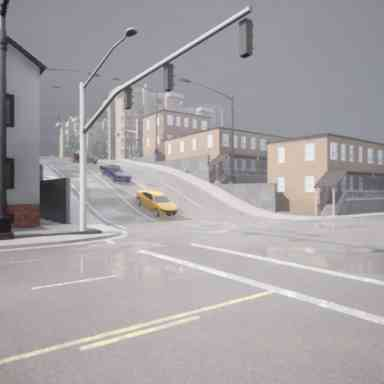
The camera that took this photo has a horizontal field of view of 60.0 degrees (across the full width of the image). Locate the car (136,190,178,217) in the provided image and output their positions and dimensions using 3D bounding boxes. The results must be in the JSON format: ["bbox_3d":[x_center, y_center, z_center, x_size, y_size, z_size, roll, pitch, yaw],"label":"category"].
[{"bbox_3d":[-3.016,0.807,28.332,1.882,1.535,5.008,0,16,-37],"label":"car"}]

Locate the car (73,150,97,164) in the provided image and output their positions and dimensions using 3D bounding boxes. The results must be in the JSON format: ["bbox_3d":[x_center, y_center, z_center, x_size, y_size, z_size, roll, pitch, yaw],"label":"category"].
[{"bbox_3d":[-13.851,-4.628,43.122,2.097,1.767,4.553,0,9,-35],"label":"car"}]

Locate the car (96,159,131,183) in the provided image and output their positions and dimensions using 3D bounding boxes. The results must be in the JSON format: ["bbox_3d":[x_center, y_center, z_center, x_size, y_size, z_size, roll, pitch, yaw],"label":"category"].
[{"bbox_3d":[-8.143,-2.053,35.236,1.895,1.301,4.718,0,17,-36],"label":"car"}]
